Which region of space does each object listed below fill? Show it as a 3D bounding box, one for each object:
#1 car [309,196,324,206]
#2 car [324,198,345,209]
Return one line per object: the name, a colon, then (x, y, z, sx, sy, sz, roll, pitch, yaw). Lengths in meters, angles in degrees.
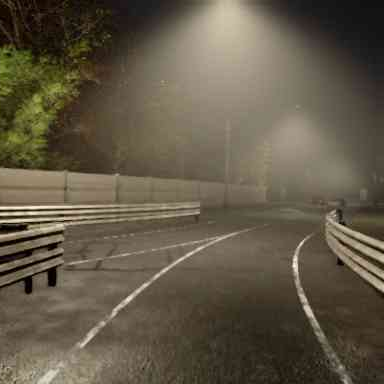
car: (22.068, 1.541, 58.700, 2.097, 1.767, 4.553, 2, 0, 28)
car: (21.260, 1.757, 49.651, 1.812, 1.442, 4.674, 2, 0, 28)
